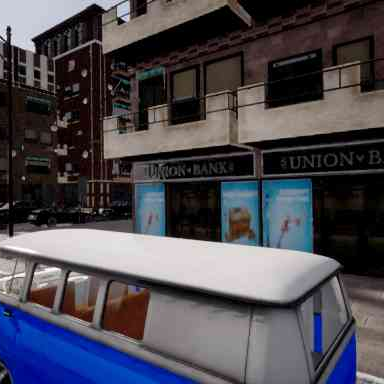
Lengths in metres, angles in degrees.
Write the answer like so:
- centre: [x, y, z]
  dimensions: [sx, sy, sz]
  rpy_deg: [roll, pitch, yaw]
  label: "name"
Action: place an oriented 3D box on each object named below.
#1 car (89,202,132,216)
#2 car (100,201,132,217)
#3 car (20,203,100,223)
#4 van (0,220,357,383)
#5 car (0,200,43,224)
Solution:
- centre: [-8.851, 1.797, 36.432]
  dimensions: [1.947, 1.339, 4.313]
  rpy_deg: [-2, -1, 36]
  label: "car"
- centre: [-7.370, 1.671, 34.064]
  dimensions: [2.128, 1.511, 4.902]
  rpy_deg: [-1, -1, 36]
  label: "car"
- centre: [-8.722, 1.583, 22.381]
  dimensions: [1.947, 1.339, 4.313]
  rpy_deg: [-2, -1, 36]
  label: "car"
- centre: [-0.549, 1.342, 3.242]
  dimensions: [3.998, 1.788, 1.690]
  rpy_deg: [0, -1, 35]
  label: "van"
- centre: [-13.446, 1.473, 25.733]
  dimensions: [2.097, 1.767, 4.553]
  rpy_deg: [-1, -1, 36]
  label: "car"
